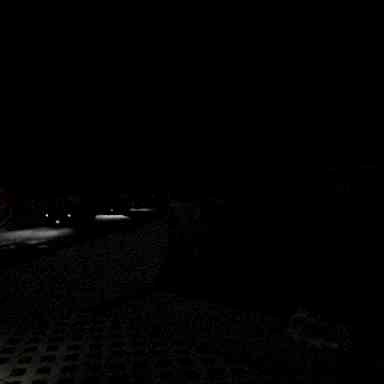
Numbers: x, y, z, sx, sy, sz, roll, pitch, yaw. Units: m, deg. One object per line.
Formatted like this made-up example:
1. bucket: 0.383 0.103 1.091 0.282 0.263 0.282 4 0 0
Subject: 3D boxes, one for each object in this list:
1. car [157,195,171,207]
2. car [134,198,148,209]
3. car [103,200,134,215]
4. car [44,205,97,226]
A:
1. car: -4.650 1.672 53.983 1.994 1.385 4.181 0 0 -2
2. car: -7.391 1.544 47.659 1.882 1.535 5.008 0 0 -1
3. car: -7.608 1.576 33.817 1.994 1.385 4.181 0 0 3
4. car: -8.249 1.570 23.022 1.895 1.301 4.718 0 0 4
